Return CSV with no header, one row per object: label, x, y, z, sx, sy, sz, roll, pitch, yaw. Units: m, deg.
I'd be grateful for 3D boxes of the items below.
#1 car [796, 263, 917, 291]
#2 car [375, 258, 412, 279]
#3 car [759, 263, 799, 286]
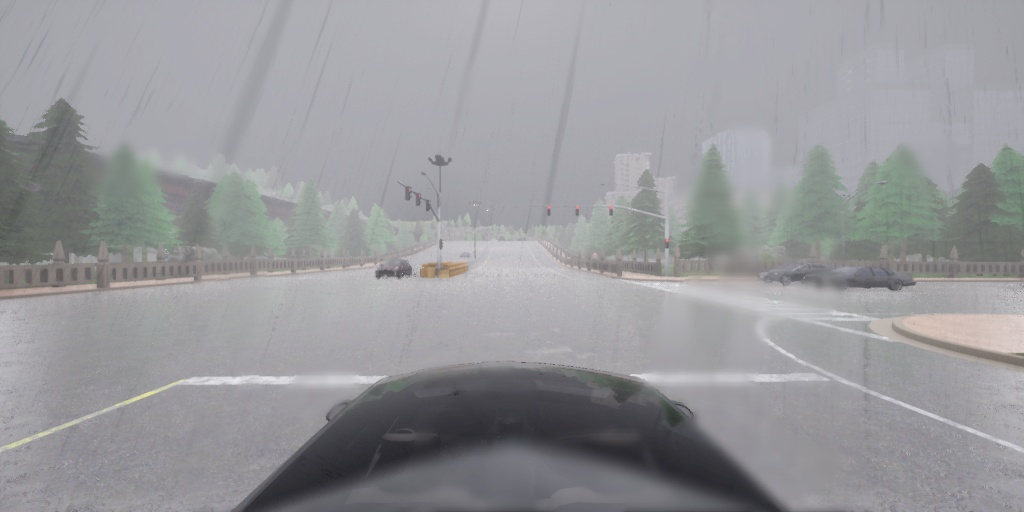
car,20.443,1.294,21.183,5.357,1.411,2.033,0,0,0
car,-10.437,1.046,31.839,2.097,1.767,4.553,0,0,0
car,19.787,1.238,24.667,4.902,1.511,2.128,0,0,1
